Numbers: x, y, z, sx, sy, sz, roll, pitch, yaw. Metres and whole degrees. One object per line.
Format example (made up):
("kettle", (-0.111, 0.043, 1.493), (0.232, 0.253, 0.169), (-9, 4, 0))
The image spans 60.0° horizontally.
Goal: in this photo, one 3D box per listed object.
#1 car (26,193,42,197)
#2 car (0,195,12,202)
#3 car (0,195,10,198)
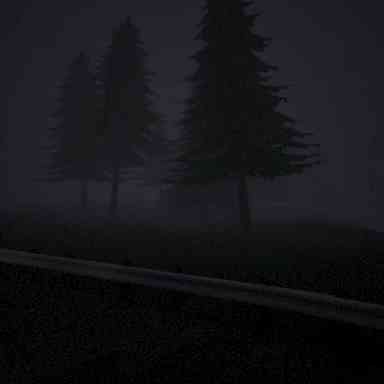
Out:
("car", (-39.165, 1.216, 82.469), (2.150, 2.045, 5.566), (0, 0, -2))
("car", (-46.065, 1.523, 80.906), (2.128, 1.511, 4.902), (0, 0, -2))
("car", (-39.410, 1.478, 67.302), (1.882, 1.535, 5.008), (0, 0, 9))
